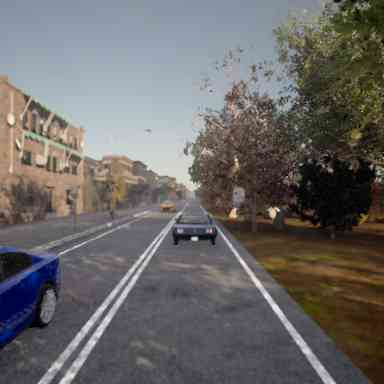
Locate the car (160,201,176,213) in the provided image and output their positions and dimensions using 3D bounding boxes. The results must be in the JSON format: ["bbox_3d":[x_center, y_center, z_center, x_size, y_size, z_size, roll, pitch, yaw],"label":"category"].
[{"bbox_3d":[-3.220,1.917,44.592,1.882,1.535,5.008,0,-1,0],"label":"car"}]

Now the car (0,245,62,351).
[{"bbox_3d":[-3.346,1.483,4.144,1.882,1.535,5.008,0,0,0],"label":"car"}]

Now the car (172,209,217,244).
[{"bbox_3d":[0.120,1.664,15.994,1.895,1.301,4.718,0,0,0],"label":"car"}]
